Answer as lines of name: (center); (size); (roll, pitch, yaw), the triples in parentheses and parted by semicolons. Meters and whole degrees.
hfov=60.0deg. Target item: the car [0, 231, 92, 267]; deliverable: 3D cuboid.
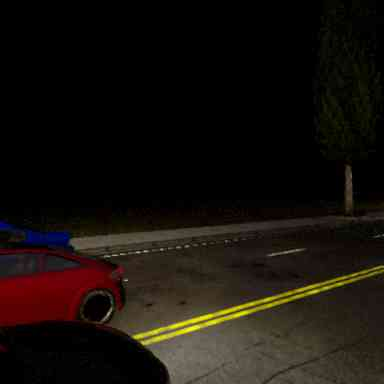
car: (-3.218, 1.561, 5.381); (4.181, 1.385, 1.994); (-1, 0, -35)

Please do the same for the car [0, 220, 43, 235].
car: (-5.386, 1.477, 7.829); (5.008, 1.535, 1.882); (-1, 0, -36)

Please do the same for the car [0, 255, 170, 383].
car: (-2.355, 1.513, 1.759); (4.892, 1.490, 1.837); (-1, 0, -36)
